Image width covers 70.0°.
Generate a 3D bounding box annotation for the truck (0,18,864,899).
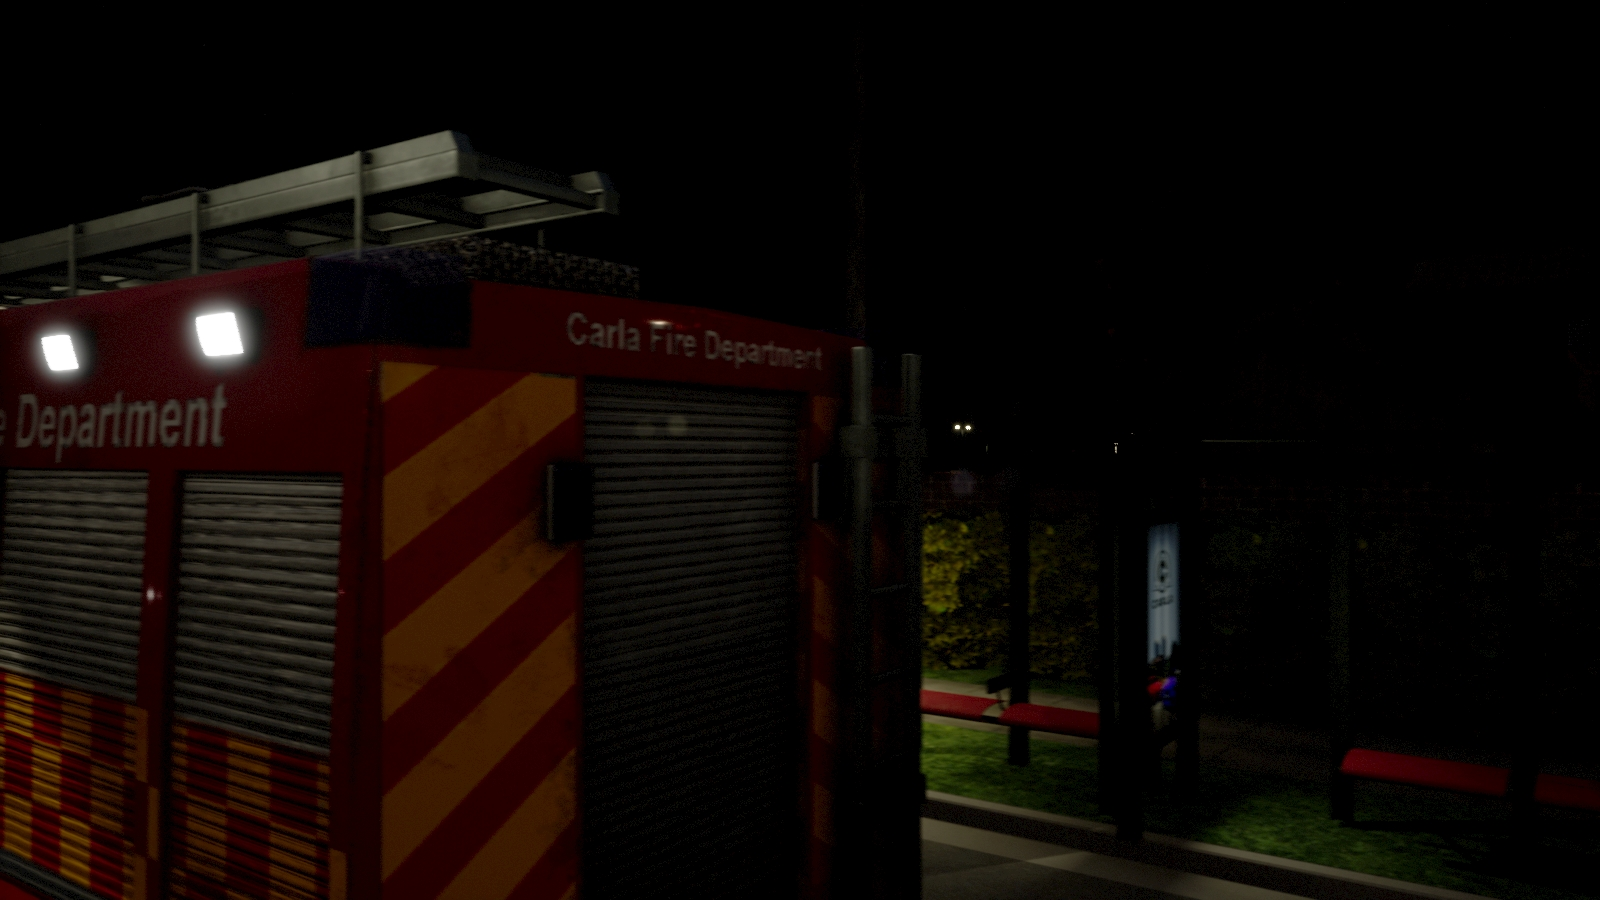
[{"bbox_3d":[-4.016,0.916,6.281,8.468,3.827,2.891,0,0,35],"label":"truck"}]
